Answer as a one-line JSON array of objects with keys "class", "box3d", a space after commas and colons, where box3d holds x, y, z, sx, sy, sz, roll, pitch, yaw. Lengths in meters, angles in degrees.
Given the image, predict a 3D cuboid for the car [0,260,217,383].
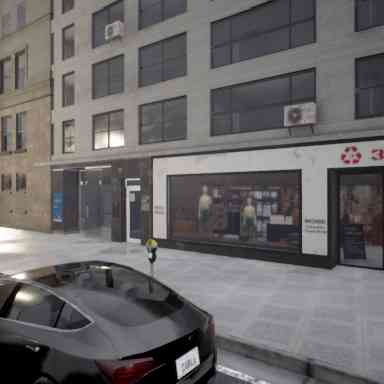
[{"class": "car", "box3d": [-1.725, 1.566, 4.200, 4.313, 1.339, 1.947, 0, 0, 36]}]
